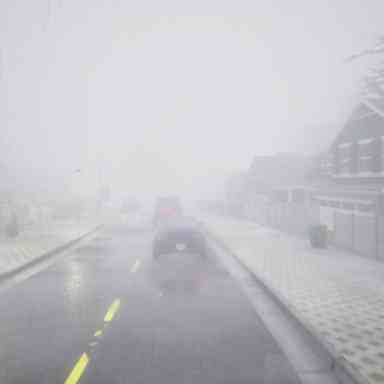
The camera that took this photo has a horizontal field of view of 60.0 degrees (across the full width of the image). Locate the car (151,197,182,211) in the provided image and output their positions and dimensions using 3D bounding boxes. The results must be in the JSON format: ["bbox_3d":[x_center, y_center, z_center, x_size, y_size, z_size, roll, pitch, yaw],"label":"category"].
[{"bbox_3d":[-2.010,1.395,26.604,2.150,2.045,5.566,0,0,-8],"label":"car"}]

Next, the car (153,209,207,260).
[{"bbox_3d":[-0.512,1.585,12.658,1.812,1.442,4.674,0,-1,-4],"label":"car"}]

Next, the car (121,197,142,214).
[{"bbox_3d":[-7.485,1.589,41.049,2.150,2.045,5.566,0,-1,-12],"label":"car"}]
